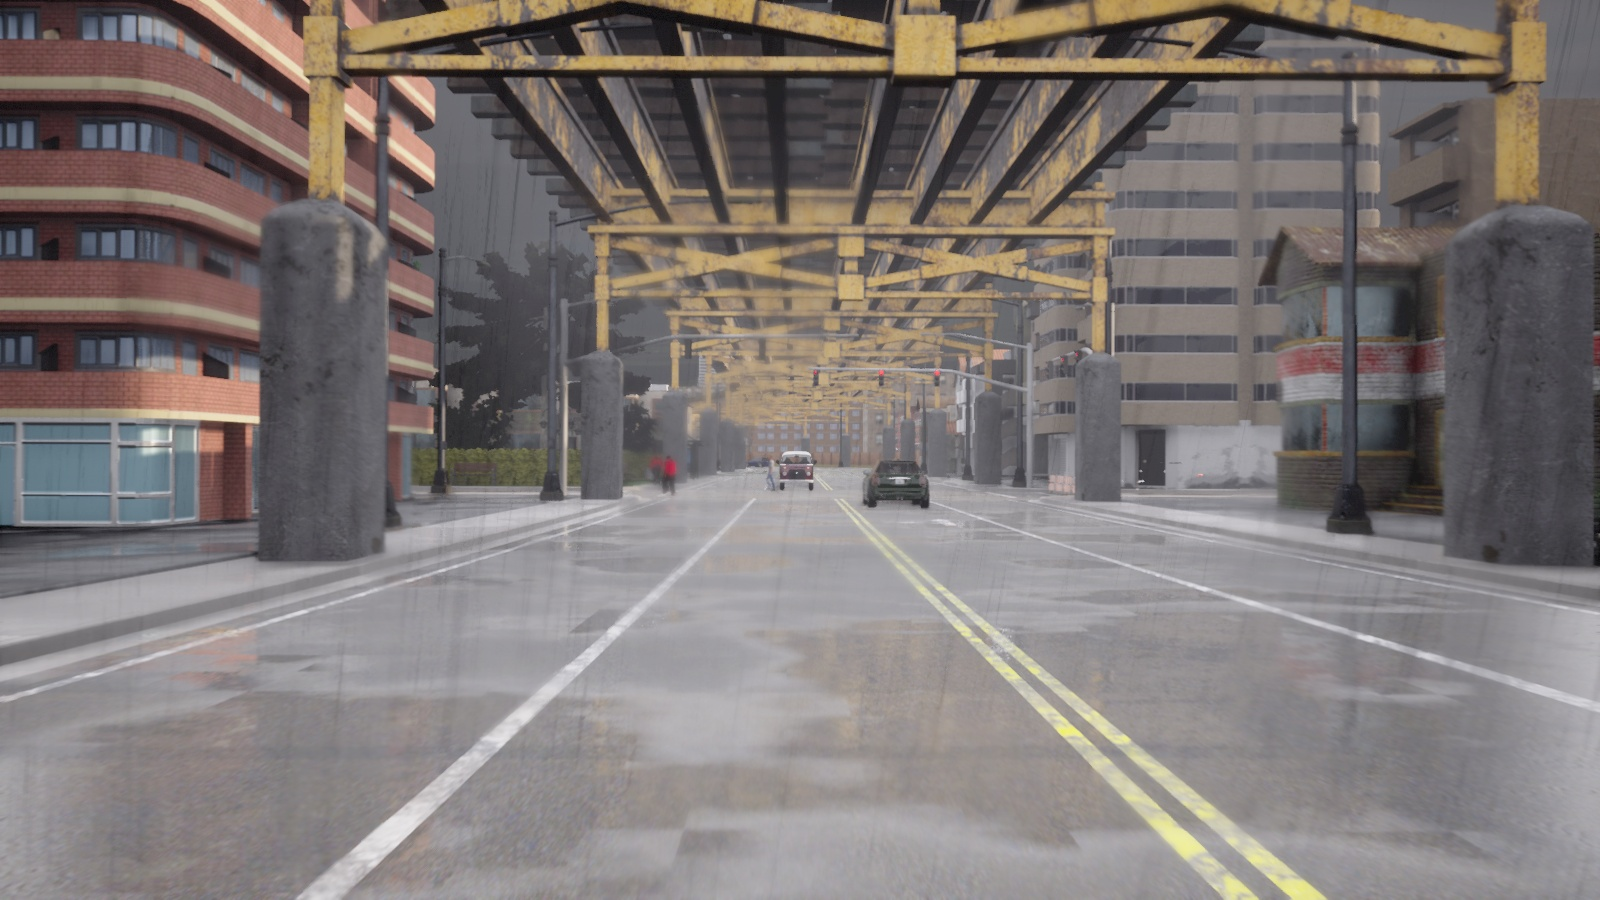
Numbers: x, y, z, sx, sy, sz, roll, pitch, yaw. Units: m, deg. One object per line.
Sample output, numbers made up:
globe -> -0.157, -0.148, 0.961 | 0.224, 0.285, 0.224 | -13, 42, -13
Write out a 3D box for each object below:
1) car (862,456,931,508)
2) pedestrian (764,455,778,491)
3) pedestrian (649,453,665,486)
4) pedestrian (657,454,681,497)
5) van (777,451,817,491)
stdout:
car -> 3.385, 1.092, 44.871 | 2.097, 1.767, 4.553 | 0, 0, 0
pedestrian -> -1.449, 1.146, 63.120 | 0.706, 1.836, 0.354 | 0, 0, 1
pedestrian -> -7.834, 1.062, 68.715 | 0.634, 1.844, 0.899 | 0, 0, -21
pedestrian -> -5.766, 1.114, 55.264 | 0.634, 1.844, 0.899 | 0, 0, -38
van -> -0.172, 1.086, 66.711 | 2.069, 2.038, 4.480 | 0, 0, 0
